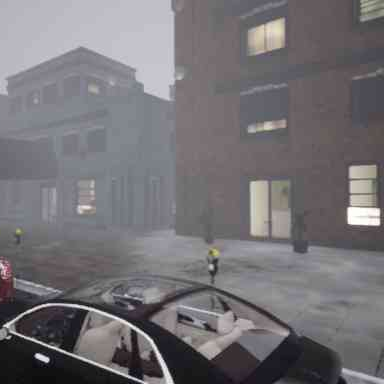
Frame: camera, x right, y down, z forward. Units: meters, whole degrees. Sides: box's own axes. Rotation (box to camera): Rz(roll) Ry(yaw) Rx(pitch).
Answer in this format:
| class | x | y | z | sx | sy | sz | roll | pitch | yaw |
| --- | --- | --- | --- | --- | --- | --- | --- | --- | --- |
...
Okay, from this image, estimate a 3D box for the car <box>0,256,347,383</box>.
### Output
| class | x | y | z | sx | sy | sz | roll | pitch | yaw |
| --- | --- | --- | --- | --- | --- | --- | --- | --- | --- |
| car | -0.780 | 1.580 | 3.429 | 4.403 | 1.369 | 2.008 | -1 | 0 | 35 |
